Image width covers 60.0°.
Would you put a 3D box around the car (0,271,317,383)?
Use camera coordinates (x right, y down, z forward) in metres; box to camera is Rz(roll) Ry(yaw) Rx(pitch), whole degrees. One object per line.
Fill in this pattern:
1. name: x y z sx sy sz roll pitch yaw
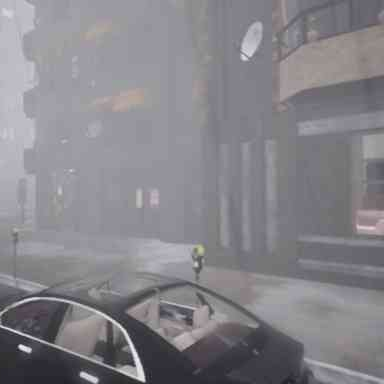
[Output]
1. car: -1.001 1.577 3.585 4.403 1.369 2.008 -1 0 35

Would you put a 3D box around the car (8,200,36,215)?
1. car: -16.509 1.567 34.436 1.752 1.417 4.829 0 1 35

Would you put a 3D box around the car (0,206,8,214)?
1. car: -19.595 1.667 30.007 2.008 1.369 4.403 0 1 35
